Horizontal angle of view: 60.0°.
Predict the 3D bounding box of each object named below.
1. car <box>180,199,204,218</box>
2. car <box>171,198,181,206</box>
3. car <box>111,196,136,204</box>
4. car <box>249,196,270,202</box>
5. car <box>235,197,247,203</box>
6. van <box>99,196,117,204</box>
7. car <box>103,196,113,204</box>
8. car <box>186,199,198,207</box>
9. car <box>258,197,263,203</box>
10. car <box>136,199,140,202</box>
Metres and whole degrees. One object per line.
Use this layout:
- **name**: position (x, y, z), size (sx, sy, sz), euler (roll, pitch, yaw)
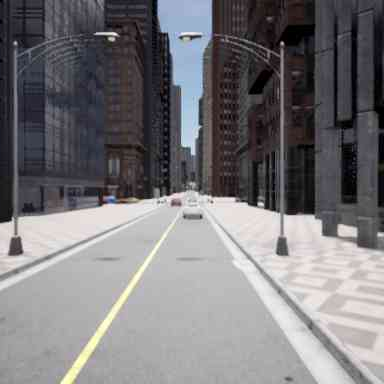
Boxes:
- **car**: position (0.079, 1.768, 33.435), size (1.812, 1.442, 4.674), euler (0, 0, 0)
- **car**: position (-2.996, 1.847, 62.506), size (1.882, 1.535, 5.008), euler (0, 0, -5)
- **car**: position (-15.274, 2.168, 74.200), size (4.206, 1.307, 1.802), euler (-1, 1, 0)
- **car**: position (16.745, 1.712, 82.658), size (4.829, 1.417, 1.752), euler (-1, 1, 0)
- **car**: position (11.695, 1.857, 74.143), size (4.313, 1.339, 1.947), euler (-1, 1, 0)
- **van**: position (-20.948, 1.937, 82.733), size (3.998, 1.788, 1.690), euler (-1, 1, 0)
- **car**: position (-20.957, 1.958, 74.207), size (5.009, 1.841, 2.192), euler (-1, 1, 0)
- **car**: position (0.009, 1.903, 59.017), size (2.033, 1.411, 5.357), euler (0, 0, 0)
- **car**: position (17.073, 1.780, 74.132), size (4.403, 1.369, 2.008), euler (-1, 1, 0)
- **car**: position (-15.436, 2.066, 82.724), size (4.829, 1.417, 1.752), euler (-1, 1, 0)
